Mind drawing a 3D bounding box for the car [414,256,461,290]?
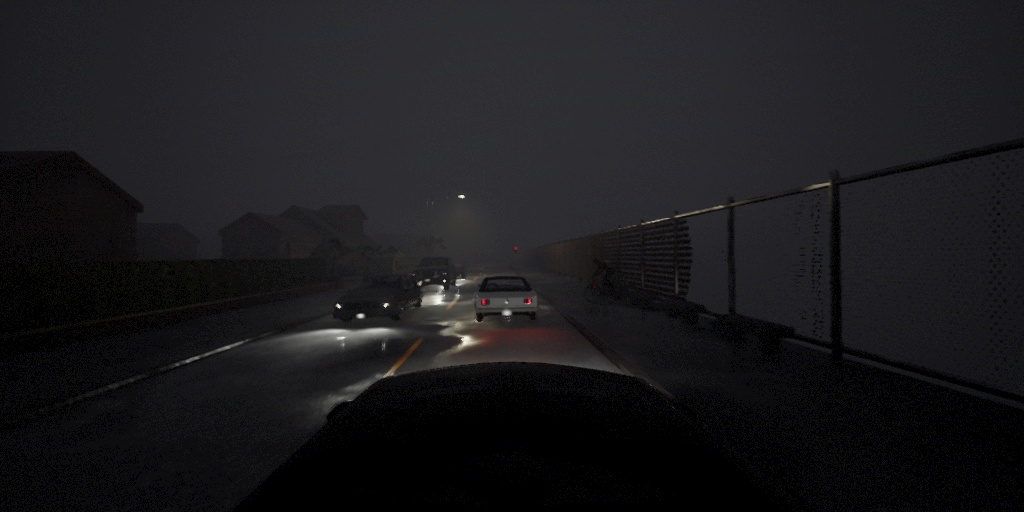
[{"bbox_3d":[-4.905,1.027,23.227,2.150,2.045,5.566,-1,0,-2],"label":"car"}]

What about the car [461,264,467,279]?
[{"bbox_3d":[-5.282,1.365,33.271,1.994,1.385,4.181,-1,0,-2],"label":"car"}]

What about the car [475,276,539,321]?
[{"bbox_3d":[-0.249,1.344,12.526,1.895,1.301,4.718,-1,0,-3],"label":"car"}]

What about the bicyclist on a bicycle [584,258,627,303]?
[{"bbox_3d":[3.370,0.861,13.235,1.656,1.620,0.582,-10,0,-2],"label":"bicyclist on a bicycle"}]

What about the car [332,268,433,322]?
[{"bbox_3d":[-4.493,1.356,13.045,2.033,1.411,5.357,-1,0,-2],"label":"car"}]
